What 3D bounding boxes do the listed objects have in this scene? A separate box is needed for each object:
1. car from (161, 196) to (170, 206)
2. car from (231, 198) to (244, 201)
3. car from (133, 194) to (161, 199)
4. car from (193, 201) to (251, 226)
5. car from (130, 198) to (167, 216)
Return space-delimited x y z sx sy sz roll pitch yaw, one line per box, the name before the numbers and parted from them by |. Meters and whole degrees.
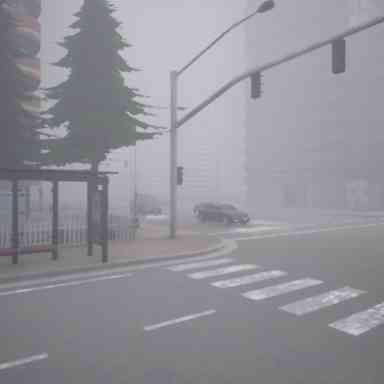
car | -4.416 1.482 51.929 2.097 1.767 4.553 0 0 -35
car | 2.064 1.604 30.687 2.128 1.511 4.902 0 0 -35
car | -7.351 1.344 50.017 2.150 2.045 5.566 0 0 -36
car | 2.218 1.607 24.343 1.837 1.490 4.892 0 0 -33
car | -4.721 1.665 34.233 1.994 1.385 4.181 0 0 -35
